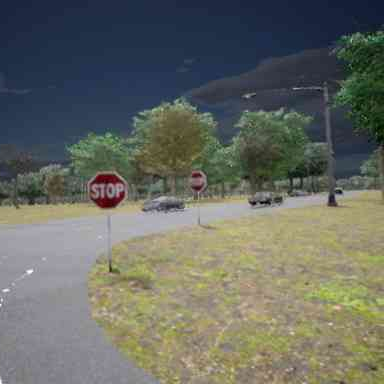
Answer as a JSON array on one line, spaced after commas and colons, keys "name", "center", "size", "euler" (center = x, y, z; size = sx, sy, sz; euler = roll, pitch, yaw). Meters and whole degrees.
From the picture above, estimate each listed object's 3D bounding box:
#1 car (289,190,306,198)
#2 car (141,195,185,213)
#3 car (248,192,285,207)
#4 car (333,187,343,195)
[{"name": "car", "center": [19.730, 0.290, 61.939], "size": [2.033, 1.411, 5.357], "euler": [-3, -1, 34]}, {"name": "car", "center": [-2.454, 1.053, 29.373], "size": [1.812, 1.442, 4.674], "euler": [-3, -1, 34]}, {"name": "car", "center": [7.002, 0.659, 30.829], "size": [1.895, 1.301, 4.718], "euler": [-3, -1, 34]}, {"name": "car", "center": [29.355, -0.213, 67.115], "size": [1.882, 1.535, 5.008], "euler": [-3, 0, 27]}]
